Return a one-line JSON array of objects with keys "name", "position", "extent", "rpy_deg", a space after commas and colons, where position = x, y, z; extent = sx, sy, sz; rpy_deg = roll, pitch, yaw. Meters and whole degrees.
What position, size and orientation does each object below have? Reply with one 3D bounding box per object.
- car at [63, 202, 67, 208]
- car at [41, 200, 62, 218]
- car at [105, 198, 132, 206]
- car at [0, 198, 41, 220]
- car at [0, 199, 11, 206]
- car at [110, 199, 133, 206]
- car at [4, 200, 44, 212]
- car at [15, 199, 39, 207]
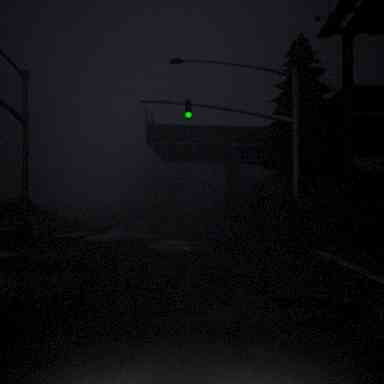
[{"name": "car", "position": [-22.792, 2.018, 55.634], "extent": [3.633, 1.501, 1.845], "rpy_deg": [0, -1, 1]}, {"name": "car", "position": [-15.426, 1.787, 33.102], "extent": [3.806, 1.475, 1.970], "rpy_deg": [0, -1, 1]}, {"name": "car", "position": [-14.929, 2.128, 67.355], "extent": [5.027, 1.636, 2.152], "rpy_deg": [0, -1, 1]}, {"name": "car", "position": [-16.091, 1.469, 29.791], "extent": [3.866, 1.878, 1.905], "rpy_deg": [0, -1, 1]}, {"name": "car", "position": [-40.962, 2.304, 70.897], "extent": [3.633, 1.501, 1.845], "rpy_deg": [0, -1, 1]}, {"name": "car", "position": [-14.931, 2.171, 70.492], "extent": [4.514, 1.523, 2.007], "rpy_deg": [0, -1, 1]}, {"name": "car", "position": [-22.994, 1.888, 45.643], "extent": [4.514, 1.523, 2.007], "rpy_deg": [0, -1, 1]}, {"name": "car", "position": [-33.590, 2.254, 67.799], "extent": [3.806, 1.475, 1.970], "rpy_deg": [0, -1, 1]}]
